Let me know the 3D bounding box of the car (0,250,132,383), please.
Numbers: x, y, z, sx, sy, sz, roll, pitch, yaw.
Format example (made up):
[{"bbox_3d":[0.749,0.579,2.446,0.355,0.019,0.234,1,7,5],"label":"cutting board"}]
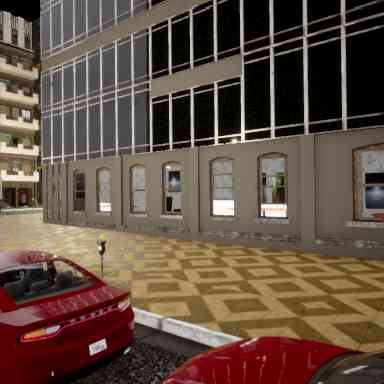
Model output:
[{"bbox_3d":[-2.832,1.546,4.912,4.507,1.381,1.887,0,-1,36],"label":"car"}]

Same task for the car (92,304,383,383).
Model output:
[{"bbox_3d":[1.738,1.545,1.645,4.507,1.381,1.887,0,-1,36],"label":"car"}]
